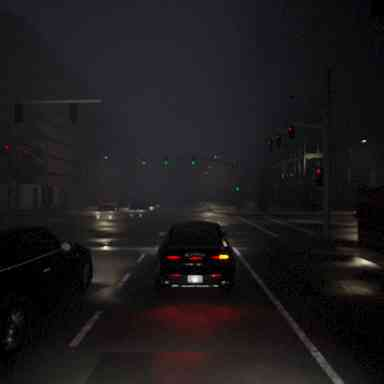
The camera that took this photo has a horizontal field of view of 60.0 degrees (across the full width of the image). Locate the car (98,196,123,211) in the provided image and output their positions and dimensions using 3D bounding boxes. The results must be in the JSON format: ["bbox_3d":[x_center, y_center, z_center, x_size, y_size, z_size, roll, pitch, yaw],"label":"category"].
[{"bbox_3d":[-10.983,1.674,44.082,1.882,1.535,5.008,0,0,0],"label":"car"}]

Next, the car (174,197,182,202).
[{"bbox_3d":[-3.548,1.925,84.006,1.994,1.385,4.181,0,0,1],"label":"car"}]

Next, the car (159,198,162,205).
[{"bbox_3d":[-7.229,1.848,67.687,2.033,1.411,5.357,0,0,1],"label":"car"}]

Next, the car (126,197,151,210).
[{"bbox_3d":[-7.497,1.757,47.266,2.033,1.411,5.357,0,0,0],"label":"car"}]

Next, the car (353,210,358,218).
[{"bbox_3d":[15.962,1.778,27.447,4.718,1.301,1.895,0,0,0],"label":"car"}]

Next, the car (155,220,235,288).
[{"bbox_3d":[0.094,1.548,9.324,1.837,1.490,4.892,0,0,1],"label":"car"}]

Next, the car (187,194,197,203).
[{"bbox_3d":[-0.045,1.598,84.234,2.150,2.045,5.566,0,0,1],"label":"car"}]

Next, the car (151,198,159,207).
[{"bbox_3d":[-7.414,1.732,57.245,1.882,1.535,5.008,0,0,1],"label":"car"}]

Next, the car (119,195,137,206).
[{"bbox_3d":[-10.956,1.461,53.903,2.150,2.045,5.566,0,0,1],"label":"car"}]

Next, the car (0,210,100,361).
[{"bbox_3d":[-3.442,1.379,6.154,2.097,1.767,4.553,0,0,0],"label":"car"}]
